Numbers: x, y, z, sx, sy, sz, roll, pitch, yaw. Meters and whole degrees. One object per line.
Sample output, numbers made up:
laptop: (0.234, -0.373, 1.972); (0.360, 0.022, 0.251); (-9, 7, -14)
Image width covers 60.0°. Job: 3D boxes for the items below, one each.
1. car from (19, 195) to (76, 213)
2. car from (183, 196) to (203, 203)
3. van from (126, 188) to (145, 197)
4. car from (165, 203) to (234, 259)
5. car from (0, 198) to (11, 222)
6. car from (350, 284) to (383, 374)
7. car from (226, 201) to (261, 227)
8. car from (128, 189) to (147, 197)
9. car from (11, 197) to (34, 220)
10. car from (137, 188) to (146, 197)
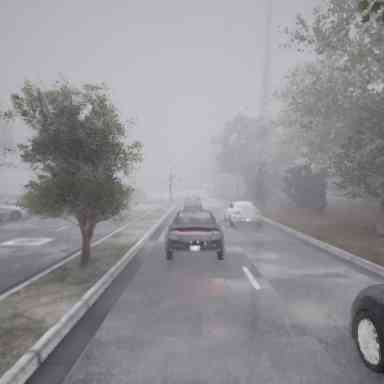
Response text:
car: (-13.795, 1.074, 32.069); (4.792, 1.488, 2.163); (-1, 1, -20)
car: (0.095, 1.079, 33.127); (2.033, 1.411, 5.357); (0, 1, 0)
van: (-13.619, 0.172, 80.131); (4.442, 1.987, 1.878); (-1, 0, -19)
car: (0.091, 1.380, 12.056); (2.128, 1.511, 4.902); (0, 1, 0)
car: (-13.859, 1.140, 20.041); (4.553, 1.767, 2.185); (-1, 1, -20)
car: (3.099, 1.487, 2.667); (1.837, 1.490, 4.892); (0, 0, 0)
car: (3.097, 1.285, 20.753); (1.812, 1.442, 4.674); (0, 1, 0)
car: (-13.644, 0.241, 83.109); (4.553, 1.767, 2.185); (-1, 1, -19)
car: (-13.828, 1.254, 23.054); (4.674, 1.452, 2.002); (-1, 1, -20)
car: (-13.805, 0.214, 74.058); (5.566, 2.045, 2.435); (-1, 1, -20)
